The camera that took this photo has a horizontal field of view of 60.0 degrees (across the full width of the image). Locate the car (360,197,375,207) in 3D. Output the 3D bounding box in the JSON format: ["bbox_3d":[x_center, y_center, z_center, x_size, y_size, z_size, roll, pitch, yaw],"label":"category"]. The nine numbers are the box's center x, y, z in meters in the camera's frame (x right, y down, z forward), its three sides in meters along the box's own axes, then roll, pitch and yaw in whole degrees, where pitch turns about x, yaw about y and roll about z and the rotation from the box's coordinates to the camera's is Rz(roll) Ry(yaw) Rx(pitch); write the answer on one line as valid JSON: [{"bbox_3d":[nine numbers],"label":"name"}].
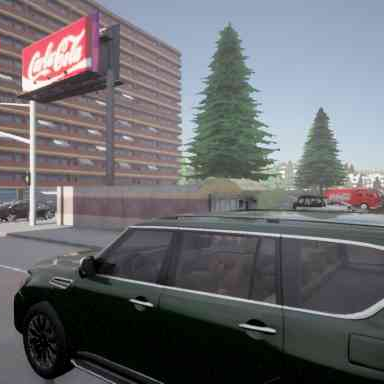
[{"bbox_3d":[10.705,1.338,24.346,4.193,1.474,1.816,0,0,35],"label":"car"}]

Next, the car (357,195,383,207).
[{"bbox_3d":[26.174,1.285,48.098,3.988,1.617,1.851,0,0,35],"label":"car"}]

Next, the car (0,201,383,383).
[{"bbox_3d":[0.225,1.222,3.832,5.566,2.045,2.150,0,0,35],"label":"car"}]

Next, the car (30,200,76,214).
[{"bbox_3d":[-14.865,1.564,35.843,1.994,1.385,4.181,0,0,35],"label":"car"}]

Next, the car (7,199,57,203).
[{"bbox_3d":[-13.055,1.505,25.911,1.837,1.490,4.892,0,0,35],"label":"car"}]

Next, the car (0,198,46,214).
[{"bbox_3d":[-18.823,1.491,36.300,2.128,1.511,4.902,0,0,35],"label":"car"}]

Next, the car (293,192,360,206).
[{"bbox_3d":[8.767,1.149,22.286,3.866,1.878,1.905,0,0,35],"label":"car"}]

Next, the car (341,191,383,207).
[{"bbox_3d":[23.053,1.117,44.819,4.605,1.855,1.932,0,0,35],"label":"car"}]
